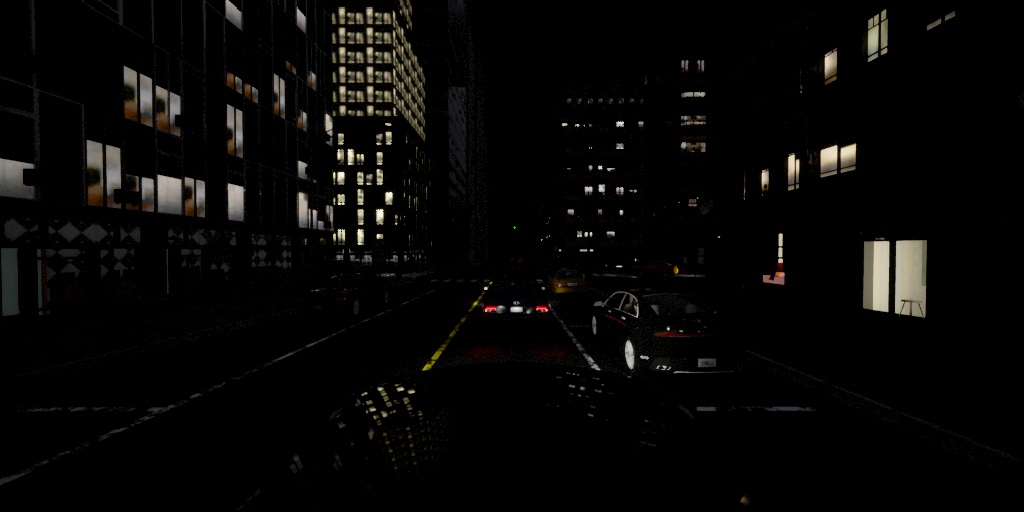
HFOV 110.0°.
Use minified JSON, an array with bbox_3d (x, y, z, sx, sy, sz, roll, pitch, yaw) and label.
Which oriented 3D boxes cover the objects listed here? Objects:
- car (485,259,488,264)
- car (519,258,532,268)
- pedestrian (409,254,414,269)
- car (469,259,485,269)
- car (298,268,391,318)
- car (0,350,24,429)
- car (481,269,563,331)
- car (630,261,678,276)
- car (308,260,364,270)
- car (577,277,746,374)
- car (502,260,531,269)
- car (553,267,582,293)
[{"bbox_3d":[-5.802,1.303,62.216,1.948,1.339,4.313,0,0,0],"label":"car"},{"bbox_3d":[2.579,1.288,62.231,2.007,1.370,4.403,0,0,0],"label":"car"},{"bbox_3d":[-12.628,0.669,45.066,0.375,1.860,0.375,0,0,1],"label":"pedestrian"},{"bbox_3d":[-5.791,1.263,56.392,1.751,1.417,4.829,0,0,0],"label":"car"},{"bbox_3d":[-5.843,1.292,13.020,1.888,1.381,4.507,0,0,0],"label":"car"},{"bbox_3d":[-5.796,1.300,1.730,2.007,1.370,4.403,0,0,0],"label":"car"},{"bbox_3d":[0.085,1.295,10.902,2.033,1.411,5.357,0,0,0],"label":"car"},{"bbox_3d":[15.452,1.336,39.196,5.008,1.535,1.882,0,1,1],"label":"car"},{"bbox_3d":[-17.646,1.108,36.402,5.008,1.535,1.882,0,1,-1],"label":"car"},{"bbox_3d":[2.807,1.299,7.333,2.007,1.370,4.403,0,0,0],"label":"car"},{"bbox_3d":[0.087,1.251,22.852,1.837,1.490,4.892,0,1,1],"label":"car"},{"bbox_3d":[2.787,1.271,18.792,1.751,1.417,4.829,0,0,0],"label":"car"}]
